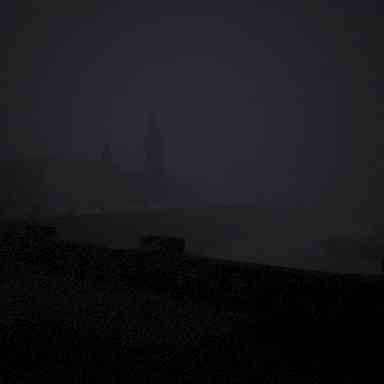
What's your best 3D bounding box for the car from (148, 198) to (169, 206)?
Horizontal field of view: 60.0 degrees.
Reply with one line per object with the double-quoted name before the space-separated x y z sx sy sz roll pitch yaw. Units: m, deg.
"car" -6.520 1.907 64.265 1.837 1.490 4.892 -1 -1 36
